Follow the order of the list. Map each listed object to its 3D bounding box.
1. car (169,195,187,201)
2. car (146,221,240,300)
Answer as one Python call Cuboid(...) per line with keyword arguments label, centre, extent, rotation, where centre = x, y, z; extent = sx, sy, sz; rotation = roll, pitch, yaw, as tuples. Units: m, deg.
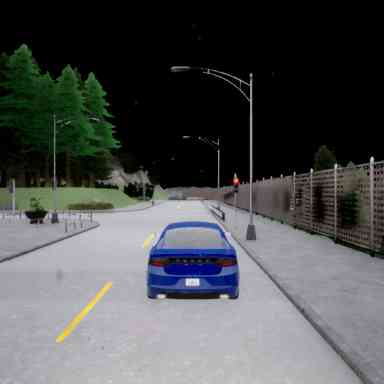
Cuboid(label="car", centre=(-3.849, 1.540, 87.969), extent=(5.357, 1.411, 2.033), rotation=(0, 0, 40))
Cuboid(label="car", centre=(0.033, 1.478, 8.478), extent=(1.882, 1.535, 5.008), rotation=(0, 0, 0))
